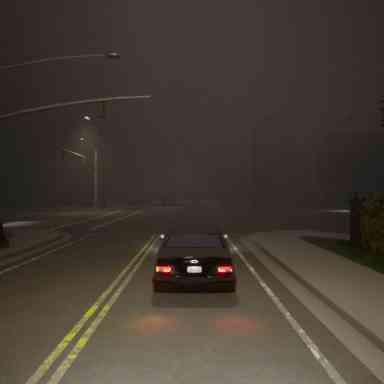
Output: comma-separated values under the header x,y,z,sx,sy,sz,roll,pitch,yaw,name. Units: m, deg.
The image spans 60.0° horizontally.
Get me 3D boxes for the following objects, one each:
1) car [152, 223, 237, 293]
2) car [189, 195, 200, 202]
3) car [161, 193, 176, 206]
x,y,z,sx,sy,sz,roll,pitch,yaw,name
0.053,1.547,8.959,2.033,1.411,5.357,0,0,0,car
0.552,1.523,78.989,2.033,1.411,5.357,0,0,12,car
-3.721,1.219,53.992,2.150,2.045,5.566,0,0,0,car
